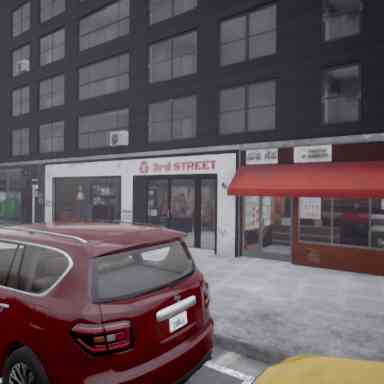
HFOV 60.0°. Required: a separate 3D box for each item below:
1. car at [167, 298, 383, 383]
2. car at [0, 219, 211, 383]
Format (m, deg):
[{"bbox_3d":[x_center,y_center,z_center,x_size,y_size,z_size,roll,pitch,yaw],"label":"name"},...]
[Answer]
[{"bbox_3d":[2.334,1.525,1.406,4.829,1.417,1.752,0,1,36],"label":"car"},{"bbox_3d":[-2.069,1.313,4.559,5.009,1.841,2.192,0,1,36],"label":"car"}]
